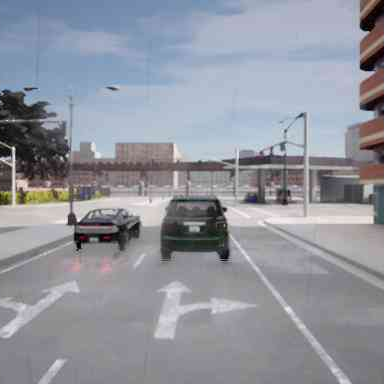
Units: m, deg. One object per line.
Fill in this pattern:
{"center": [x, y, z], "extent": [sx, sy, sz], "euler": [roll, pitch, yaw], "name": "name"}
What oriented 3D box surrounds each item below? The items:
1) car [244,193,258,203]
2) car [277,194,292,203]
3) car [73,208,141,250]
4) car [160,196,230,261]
{"center": [10.173, 0.957, 56.785], "extent": [2.242, 1.667, 4.611], "euler": [0, 0, 1], "name": "car"}
{"center": [15.924, 1.114, 57.501], "extent": [1.970, 1.475, 3.806], "euler": [0, 0, 1], "name": "car"}
{"center": [-3.321, 1.407, 13.808], "extent": [2.128, 1.511, 4.902], "euler": [0, 0, 1], "name": "car"}
{"center": [0.150, 1.146, 12.197], "extent": [2.150, 2.045, 5.566], "euler": [0, 0, 2], "name": "car"}
